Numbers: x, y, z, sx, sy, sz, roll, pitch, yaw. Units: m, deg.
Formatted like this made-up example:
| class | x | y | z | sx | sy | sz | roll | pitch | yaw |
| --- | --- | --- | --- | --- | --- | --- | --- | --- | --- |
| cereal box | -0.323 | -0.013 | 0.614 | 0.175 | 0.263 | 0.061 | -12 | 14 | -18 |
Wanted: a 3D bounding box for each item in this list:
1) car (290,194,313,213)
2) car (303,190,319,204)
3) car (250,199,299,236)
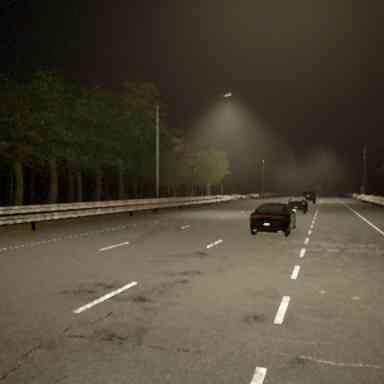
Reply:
| class | x | y | z | sx | sy | sz | roll | pitch | yaw |
| --- | --- | --- | --- | --- | --- | --- | --- | --- | --- |
| car | 10.517 | 1.242 | 33.016 | 2.128 | 1.511 | 4.902 | 0 | 0 | 22 |
| car | 19.511 | 0.825 | 55.524 | 2.150 | 2.045 | 5.566 | 0 | 0 | 22 |
| car | 4.397 | 1.342 | 17.708 | 1.882 | 1.535 | 5.008 | 0 | 0 | 22 |
